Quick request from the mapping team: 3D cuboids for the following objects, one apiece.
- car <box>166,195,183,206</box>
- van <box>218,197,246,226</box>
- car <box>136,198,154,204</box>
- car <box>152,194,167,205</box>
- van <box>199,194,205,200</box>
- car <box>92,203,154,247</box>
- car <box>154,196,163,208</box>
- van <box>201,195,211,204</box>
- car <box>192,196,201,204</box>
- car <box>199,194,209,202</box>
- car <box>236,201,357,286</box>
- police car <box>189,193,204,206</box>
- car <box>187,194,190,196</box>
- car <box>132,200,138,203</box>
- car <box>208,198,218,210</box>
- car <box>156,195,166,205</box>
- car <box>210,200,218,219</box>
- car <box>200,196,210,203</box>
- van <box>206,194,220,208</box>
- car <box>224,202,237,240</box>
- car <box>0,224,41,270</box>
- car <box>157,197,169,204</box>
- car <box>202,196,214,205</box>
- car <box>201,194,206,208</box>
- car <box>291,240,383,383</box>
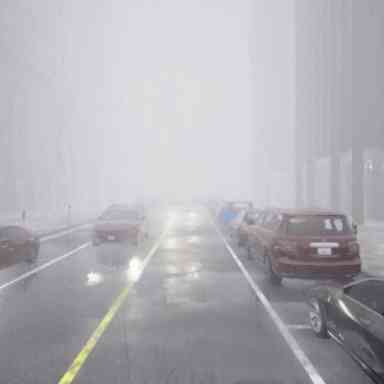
[{"bbox_3d":[-3.055,1.606,56.889,2.033,1.411,5.357,0,0,1],"label":"car"},{"bbox_3d":[2.767,1.358,20.608,1.690,1.788,3.998,0,0,0],"label":"van"},{"bbox_3d":[-5.758,1.474,37.511,1.967,1.590,4.097,0,0,0],"label":"car"},{"bbox_3d":[-5.757,1.377,60.056,2.192,1.841,5.009,0,0,0],"label":"car"},{"bbox_3d":[2.769,1.447,93.885,1.690,1.788,3.998,0,0,0],"label":"van"},{"bbox_3d":[-3.100,1.490,15.297,1.882,1.535,5.008,0,0,0],"label":"car"},{"bbox_3d":[-5.758,1.614,48.783,1.947,1.339,4.313,0,0,0],"label":"car"},{"bbox_3d":[2.768,1.411,65.701,1.690,1.788,3.998,0,0,0],"label":"van"},{"bbox_3d":[0.902,1.577,67.136,1.837,1.490,4.892,0,0,0],"label":"car"},{"bbox_3d":[2.769,1.399,76.976,2.192,1.841,5.009,0,0,0],"label":"car"},{"bbox_3d":[2.766,1.323,9.335,2.192,1.841,5.009,0,0,0],"label":"car"},{"bbox_3d":[0.902,1.484,57.245,1.930,1.638,5.238,0,0,0],"label":"police car"},{"bbox_3d":[0.653,1.431,73.015,2.097,1.767,4.553,0,0,-5],"label":"car"},{"bbox_3d":[-5.759,1.588,26.238,1.947,1.339,4.313,0,0,0],"label":"car"},{"bbox_3d":[2.766,1.553,32.051,1.752,1.417,4.829,0,0,0],"label":"car"},{"bbox_3d":[-5.758,1.600,54.419,1.887,1.381,4.507,0,0,0],"label":"car"},{"bbox_3d":[2.766,1.573,26.245,2.008,1.369,4.403,0,0,0],"label":"car"},{"bbox_3d":[2.768,1.621,71.338,1.887,1.381,4.507,0,0,0],"label":"car"},{"bbox_3d":[2.767,1.375,37.518,1.690,1.788,3.998,0,0,0],"label":"van"},{"bbox_3d":[2.766,1.452,14.972,1.967,1.590,4.097,0,0,0],"label":"car"},{"bbox_3d":[-5.760,1.590,9.329,1.802,1.307,4.206,0,0,0],"label":"car"},{"bbox_3d":[-5.758,1.636,65.692,1.947,1.339,4.313,0,0,0],"label":"car"},{"bbox_3d":[2.768,1.502,60.065,1.967,1.590,4.097,0,0,0],"label":"car"},{"bbox_3d":[2.767,1.488,48.791,1.967,1.590,4.097,0,0,0],"label":"car"},{"bbox_3d":[2.765,1.569,3.698,1.947,1.339,4.313,0,0,0],"label":"car"}]
